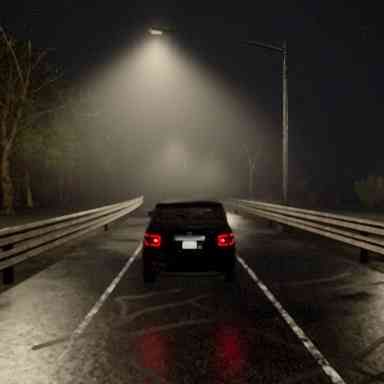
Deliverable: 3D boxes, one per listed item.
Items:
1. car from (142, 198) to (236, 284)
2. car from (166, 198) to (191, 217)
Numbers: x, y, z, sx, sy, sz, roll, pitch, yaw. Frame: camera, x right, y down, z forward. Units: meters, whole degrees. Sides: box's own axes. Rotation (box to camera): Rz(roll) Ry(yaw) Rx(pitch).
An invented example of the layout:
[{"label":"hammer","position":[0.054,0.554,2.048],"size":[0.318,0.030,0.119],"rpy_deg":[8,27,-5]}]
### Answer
[{"label":"car","position":[-0.120,1.164,9.535],"size":[2.150,2.045,5.566],"rpy_deg":[0,0,-2]},{"label":"car","position":[-1.358,1.345,30.781],"size":[2.033,1.411,5.357],"rpy_deg":[0,0,-5]}]
